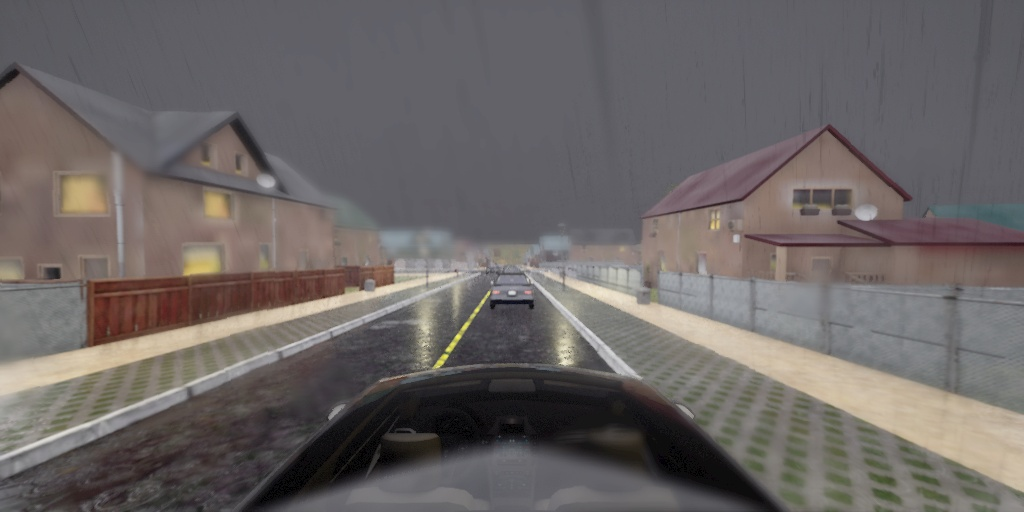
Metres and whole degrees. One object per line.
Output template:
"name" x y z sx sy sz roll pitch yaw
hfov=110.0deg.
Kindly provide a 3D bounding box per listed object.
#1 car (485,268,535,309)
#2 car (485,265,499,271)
"car" 0.003 1.443 15.832 2.033 1.411 5.357 0 -1 0
"car" -2.744 1.947 52.060 1.994 1.385 4.181 0 -1 0
